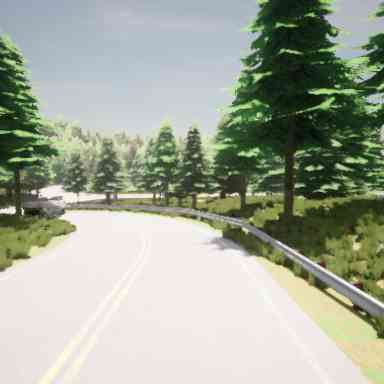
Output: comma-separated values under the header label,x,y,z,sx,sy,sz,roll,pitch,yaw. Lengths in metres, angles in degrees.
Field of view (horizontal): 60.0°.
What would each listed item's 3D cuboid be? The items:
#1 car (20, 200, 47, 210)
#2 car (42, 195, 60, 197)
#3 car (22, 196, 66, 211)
label,x,y,z,sx,sy,sz,roll,pitch,yaw
car,-25.285,2.034,53.192,2.033,1.411,5.357,0,1,-3
car,-17.023,1.493,38.939,5.566,2.045,2.150,-3,2,38
car,-14.745,1.689,33.054,4.553,1.767,2.097,-3,2,39
